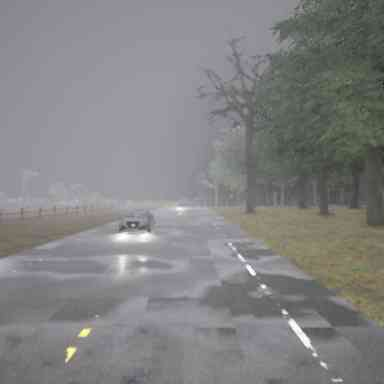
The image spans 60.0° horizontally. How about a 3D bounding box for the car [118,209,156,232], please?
[{"bbox_3d":[-3.486,1.802,21.666,1.994,1.385,4.181,0,-1,0],"label":"car"}]
